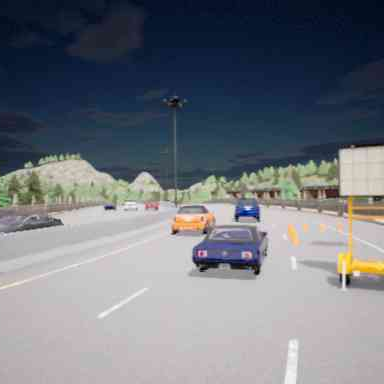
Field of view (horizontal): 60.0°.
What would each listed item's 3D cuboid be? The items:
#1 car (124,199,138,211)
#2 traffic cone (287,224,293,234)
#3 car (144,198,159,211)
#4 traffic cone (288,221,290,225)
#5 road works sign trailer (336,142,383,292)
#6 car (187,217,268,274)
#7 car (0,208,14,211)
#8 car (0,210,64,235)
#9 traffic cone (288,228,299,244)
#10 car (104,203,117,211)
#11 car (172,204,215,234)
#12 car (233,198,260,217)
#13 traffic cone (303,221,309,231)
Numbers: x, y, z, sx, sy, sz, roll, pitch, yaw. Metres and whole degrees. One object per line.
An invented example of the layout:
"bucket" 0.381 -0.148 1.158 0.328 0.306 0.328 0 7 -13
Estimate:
"car" -10.566 2.168 57.560 2.150 2.045 5.566 -1 -1 -8
"traffic cone" 5.273 2.123 17.480 0.340 0.580 0.340 -1 -1 14
"car" -6.774 2.084 55.696 2.150 2.045 5.566 -1 -1 -8
"traffic cone" 5.752 2.142 19.422 0.340 0.580 0.340 -1 -1 14
"road works sign trailer" 5.082 0.519 8.531 2.380 3.560 2.880 -1 -1 29
"car" 1.489 1.728 11.072 1.895 1.301 4.718 -1 -1 16
"car" -11.372 1.719 17.977 2.097 1.767 4.553 -1 -1 13
"car" -8.227 1.796 16.055 2.128 1.511 4.902 -1 -1 13
"traffic cone" 4.794 2.103 15.538 0.340 0.580 0.340 -1 -1 14
"car" -14.090 2.602 57.548 1.895 1.301 4.718 -1 -1 -8
"car" 0.191 1.629 21.135 2.097 1.767 4.553 -1 -1 11
"car" 4.969 1.565 30.541 2.150 2.045 5.566 -1 -1 6
"traffic cone" 7.202 2.147 21.124 0.340 0.580 0.340 -1 -1 14
